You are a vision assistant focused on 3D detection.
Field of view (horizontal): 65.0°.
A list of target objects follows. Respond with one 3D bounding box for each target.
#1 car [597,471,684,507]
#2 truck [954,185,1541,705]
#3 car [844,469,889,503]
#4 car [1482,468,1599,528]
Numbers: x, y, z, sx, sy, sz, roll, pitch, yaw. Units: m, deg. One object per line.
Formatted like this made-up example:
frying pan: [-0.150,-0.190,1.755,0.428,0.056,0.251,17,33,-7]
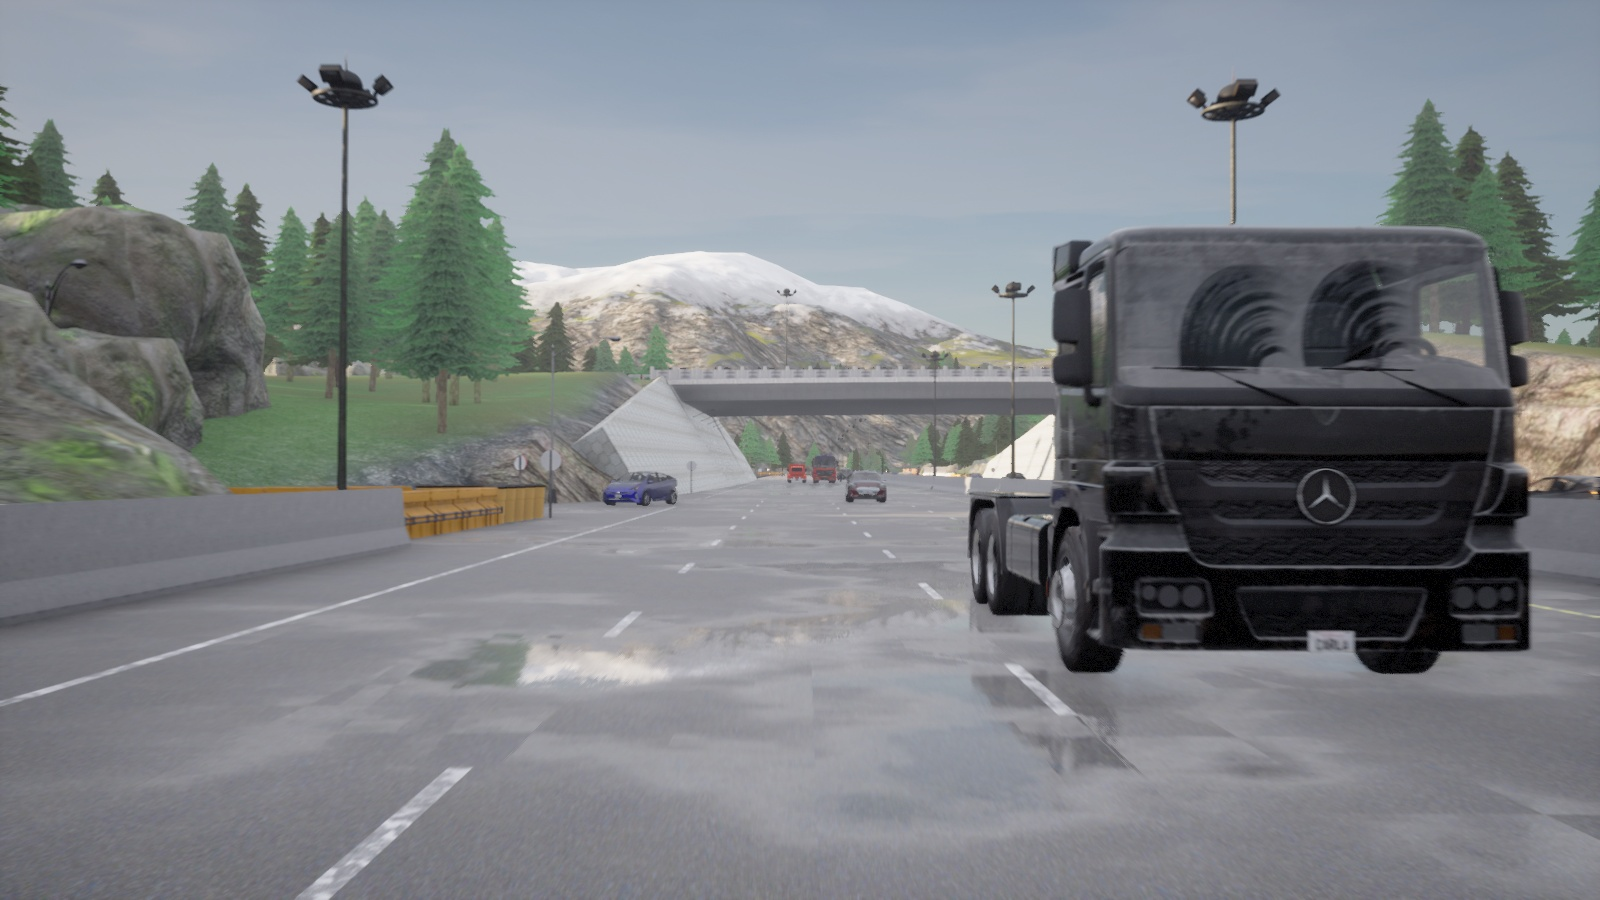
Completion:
car: [-7.045,1.724,55.947,2.007,1.525,4.514,-1,-1,19]
truck: [3.466,0.025,12.346,2.891,3.462,7.936,0,-1,0]
car: [3.344,1.805,64.274,2.033,1.649,4.856,0,-1,0]
car: [20.916,1.252,34.365,2.007,1.525,4.514,0,-1,0]
